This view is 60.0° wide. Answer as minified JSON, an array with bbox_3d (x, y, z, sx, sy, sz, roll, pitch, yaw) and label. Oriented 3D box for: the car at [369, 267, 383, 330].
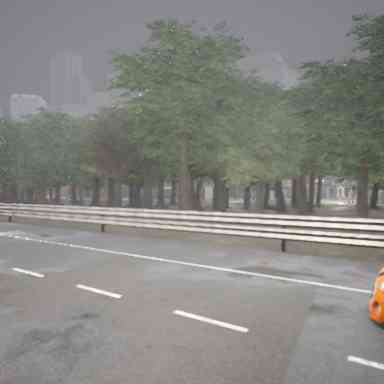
[{"bbox_3d":[5.034,1.352,4.577,4.553,1.767,2.097,0,0,36],"label":"car"}]
